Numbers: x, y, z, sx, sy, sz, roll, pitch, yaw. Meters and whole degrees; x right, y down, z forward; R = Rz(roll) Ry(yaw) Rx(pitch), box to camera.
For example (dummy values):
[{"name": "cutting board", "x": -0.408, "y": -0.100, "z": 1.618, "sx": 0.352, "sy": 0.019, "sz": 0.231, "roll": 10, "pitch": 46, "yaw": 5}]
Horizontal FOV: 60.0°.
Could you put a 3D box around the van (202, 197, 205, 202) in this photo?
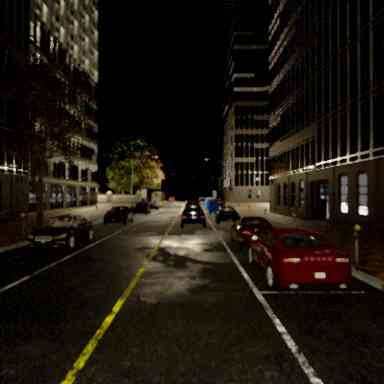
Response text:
[{"name": "van", "x": 2.767, "y": 1.711, "z": 49.109, "sx": 1.690, "sy": 1.788, "sz": 3.998, "roll": 0, "pitch": 0, "yaw": 0}]

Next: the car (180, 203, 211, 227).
[{"name": "car", "x": 0.095, "y": 1.774, "z": 24.910, "sx": 2.033, "sy": 1.411, "sz": 5.357, "roll": 0, "pitch": 0, "yaw": 0}]

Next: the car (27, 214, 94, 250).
[{"name": "car", "x": -5.693, "y": 1.691, "z": 14.904, "sx": 2.008, "sy": 1.369, "sz": 4.403, "roll": 0, "pitch": -1, "yaw": 0}]

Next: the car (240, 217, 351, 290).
[{"name": "car", "x": 2.689, "y": 1.631, "z": 9.207, "sx": 1.887, "sy": 1.381, "sz": 4.507, "roll": 0, "pitch": -1, "yaw": 0}]

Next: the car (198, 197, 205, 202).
[{"name": "car", "x": 2.677, "y": 2.144, "z": 92.913, "sx": 1.947, "sy": 1.339, "sz": 4.313, "roll": 0, "pitch": 0, "yaw": 0}]

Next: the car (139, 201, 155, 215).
[{"name": "car", "x": -5.695, "y": 1.879, "z": 37.709, "sx": 1.947, "sy": 1.339, "sz": 4.313, "roll": 0, "pitch": 0, "yaw": 0}]

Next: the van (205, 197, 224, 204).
[{"name": "van", "x": 2.687, "y": 1.654, "z": 37.712, "sx": 1.690, "sy": 1.788, "sz": 3.998, "roll": 0, "pitch": 0, "yaw": 0}]

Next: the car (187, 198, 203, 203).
[{"name": "car", "x": 0.093, "y": 1.810, "z": 41.479, "sx": 1.882, "sy": 1.535, "sz": 5.008, "roll": 0, "pitch": 0, "yaw": 0}]

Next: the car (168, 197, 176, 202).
[{"name": "car", "x": -5.703, "y": 2.123, "z": 92.909, "sx": 1.887, "sy": 1.381, "sz": 4.507, "roll": 0, "pitch": 0, "yaw": 0}]

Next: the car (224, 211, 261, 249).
[{"name": "car", "x": 2.688, "y": 1.721, "z": 14.905, "sx": 1.802, "sy": 1.307, "sz": 4.206, "roll": 0, "pitch": 0, "yaw": 0}]

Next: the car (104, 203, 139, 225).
[{"name": "car", "x": -5.695, "y": 1.782, "z": 26.305, "sx": 1.887, "sy": 1.381, "sz": 4.507, "roll": 0, "pitch": 0, "yaw": 0}]

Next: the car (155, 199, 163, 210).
[{"name": "car", "x": -5.777, "y": 1.936, "z": 49.105, "sx": 1.947, "sy": 1.339, "sz": 4.313, "roll": 0, "pitch": 0, "yaw": 0}]

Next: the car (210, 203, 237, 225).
[{"name": "car", "x": 2.686, "y": 1.788, "z": 26.306, "sx": 2.008, "sy": 1.369, "sz": 4.403, "roll": 0, "pitch": 0, "yaw": 0}]

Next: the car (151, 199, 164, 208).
[{"name": "car", "x": -5.826, "y": 1.930, "z": 56.339, "sx": 1.752, "sy": 1.417, "sz": 4.829, "roll": 0, "pitch": 0, "yaw": 0}]
